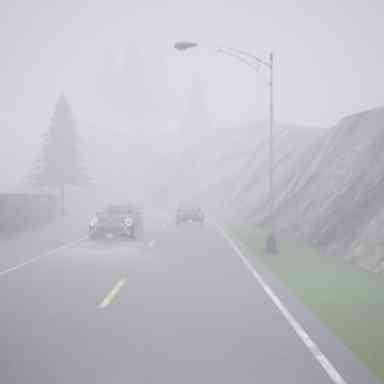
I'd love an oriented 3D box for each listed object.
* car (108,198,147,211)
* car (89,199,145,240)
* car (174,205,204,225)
[{"bbox_3d":[-7.899,1.537,40.781,4.674,1.442,1.812,0,-1,31],"label":"car"},{"bbox_3d":[-3.717,1.357,17.039,2.097,1.767,4.553,0,0,-1],"label":"car"},{"bbox_3d":[-0.300,1.608,24.152,1.895,1.301,4.718,0,0,-5],"label":"car"}]
